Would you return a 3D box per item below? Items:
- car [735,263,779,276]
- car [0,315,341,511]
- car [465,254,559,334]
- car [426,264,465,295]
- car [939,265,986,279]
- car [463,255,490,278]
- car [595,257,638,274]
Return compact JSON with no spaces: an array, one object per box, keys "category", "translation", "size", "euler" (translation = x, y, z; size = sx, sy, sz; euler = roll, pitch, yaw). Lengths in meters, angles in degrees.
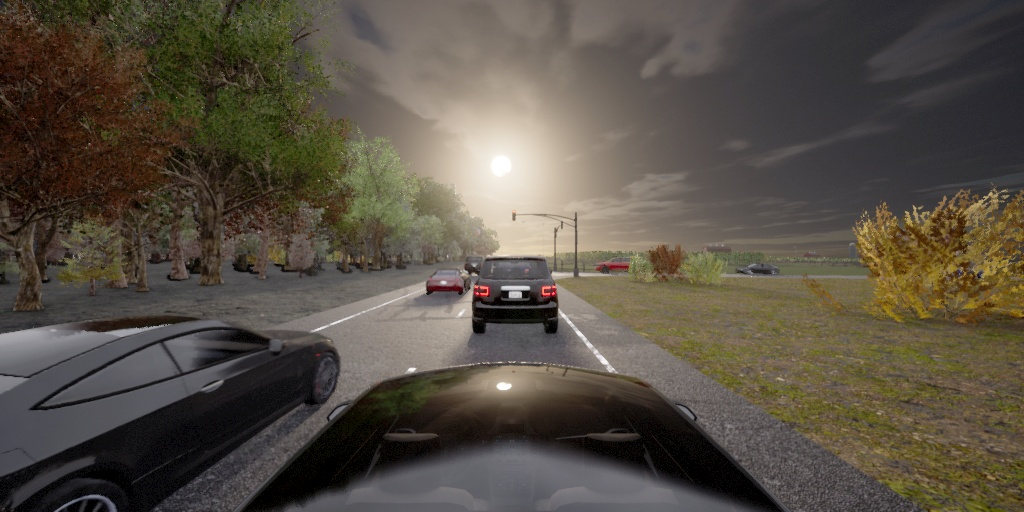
[{"category":"car","translation":[30.102,1.643,44.137],"size":[4.892,1.490,1.837],"euler":[1,-1,0]},{"category":"car","translation":[-3.403,1.276,3.298],"size":[1.812,1.442,4.674],"euler":[0,0,0]},{"category":"car","translation":[0.078,0.974,10.813],"size":[2.150,2.045,5.566],"euler":[0,0,0]},{"category":"car","translation":[-3.439,1.318,20.028],"size":[1.994,1.385,4.181],"euler":[0,0,0]},{"category":"car","translation":[50.293,1.775,40.462],"size":[5.008,1.535,1.882],"euler":[1,-1,1]},{"category":"car","translation":[-3.474,0.980,35.837],"size":[2.150,2.045,5.566],"euler":[0,0,0]},{"category":"car","translation":[13.119,1.176,44.389],"size":[5.566,2.045,2.150],"euler":[1,-1,3]}]
